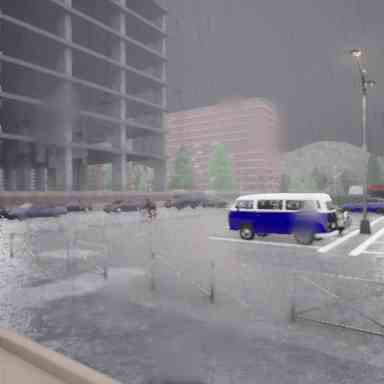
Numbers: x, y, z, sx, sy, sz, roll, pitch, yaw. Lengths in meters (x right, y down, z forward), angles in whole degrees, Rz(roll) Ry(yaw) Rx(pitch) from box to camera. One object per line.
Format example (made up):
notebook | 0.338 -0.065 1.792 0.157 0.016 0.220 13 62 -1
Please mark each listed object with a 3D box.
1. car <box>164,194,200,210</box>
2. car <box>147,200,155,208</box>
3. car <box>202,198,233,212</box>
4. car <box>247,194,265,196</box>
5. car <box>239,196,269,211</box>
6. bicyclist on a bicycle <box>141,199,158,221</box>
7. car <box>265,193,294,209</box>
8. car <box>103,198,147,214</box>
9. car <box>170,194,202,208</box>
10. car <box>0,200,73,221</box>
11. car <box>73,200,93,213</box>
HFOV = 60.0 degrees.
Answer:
car | -1.467 1.292 45.678 2.150 2.045 5.566 0 0 35
car | -7.004 1.578 43.929 2.128 1.511 4.902 0 0 35
car | 3.304 1.557 46.048 1.837 1.490 4.892 0 0 35
car | 12.131 1.544 58.526 2.128 1.511 4.902 0 0 35
car | 9.018 1.601 48.066 1.994 1.385 4.181 0 0 35
bicyclist on a bicycle | -3.145 1.323 24.321 1.656 1.620 0.582 0 0 35
car | 14.795 1.258 56.237 2.150 2.045 5.566 0 0 35
car | -7.655 1.575 36.960 1.837 1.490 4.892 0 0 35
car | -0.864 1.307 52.540 2.150 2.045 5.566 0 0 35
car | -13.491 1.618 28.713 2.033 1.411 5.357 0 0 35
car | -12.940 1.578 35.551 2.128 1.511 4.902 0 0 35
